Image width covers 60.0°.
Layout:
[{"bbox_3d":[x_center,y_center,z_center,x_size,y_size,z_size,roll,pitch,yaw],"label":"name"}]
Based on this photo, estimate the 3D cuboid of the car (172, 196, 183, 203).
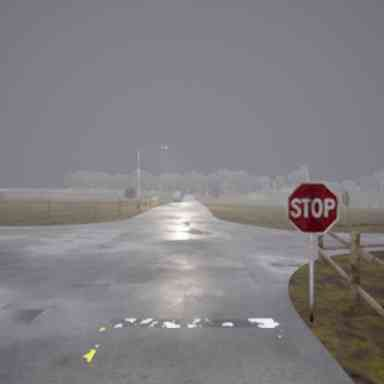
[{"bbox_3d":[-2.879,1.564,66.278,1.994,1.385,4.181,0,-1,0],"label":"car"}]
